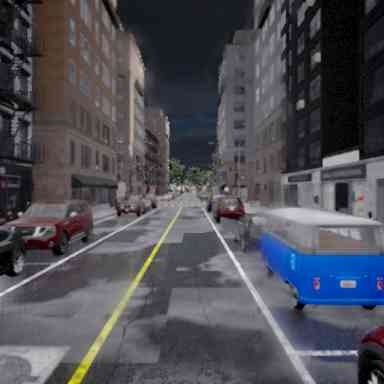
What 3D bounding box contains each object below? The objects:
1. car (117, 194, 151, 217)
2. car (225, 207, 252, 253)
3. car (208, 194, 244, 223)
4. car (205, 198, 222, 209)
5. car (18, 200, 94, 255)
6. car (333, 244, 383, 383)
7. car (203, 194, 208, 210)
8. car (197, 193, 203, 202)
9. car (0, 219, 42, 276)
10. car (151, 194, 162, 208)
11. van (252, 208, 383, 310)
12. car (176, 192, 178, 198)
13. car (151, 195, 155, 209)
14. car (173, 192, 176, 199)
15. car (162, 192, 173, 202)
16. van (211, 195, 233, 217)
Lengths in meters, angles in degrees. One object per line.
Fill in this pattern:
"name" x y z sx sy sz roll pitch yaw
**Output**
"car" -5.397 1.183 30.186 2.192 1.841 5.009 0 0 0
"car" 2.639 1.494 13.148 2.008 1.369 4.403 0 0 0
"car" 2.639 1.209 24.504 2.192 1.841 5.009 0 0 0
"car" 2.639 1.399 41.542 1.802 1.307 4.206 0 0 0
"car" -5.395 1.258 13.150 2.192 1.841 5.009 0 0 0
"car" 2.639 1.432 1.790 1.967 1.590 4.097 0 0 0
"car" 2.639 1.158 35.862 2.192 1.841 5.009 0 0 0
"car" 2.639 1.246 68.550 2.008 1.369 4.403 0 0 0
"car" -5.394 1.534 7.473 1.947 1.339 4.313 0 0 0
"car" -5.399 1.132 41.542 2.192 1.841 5.009 0 0 0
"van" 2.639 1.309 7.468 1.690 1.788 3.998 0 0 0
"car" -5.408 0.938 84.995 2.192 1.841 5.009 0 0 0
"car" -5.398 1.369 35.694 1.752 1.417 4.829 0 0 0
"car" -5.410 1.173 79.343 1.752 1.417 4.829 0 0 0
"car" -5.414 1.221 68.380 1.752 1.417 4.829 0 0 0
"van" 2.639 1.209 30.183 1.690 1.788 3.998 0 0 0
